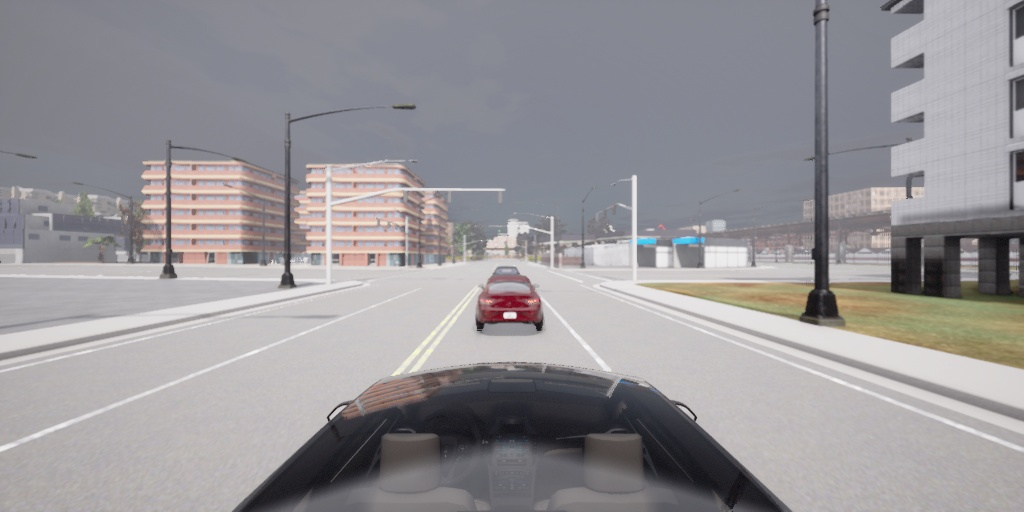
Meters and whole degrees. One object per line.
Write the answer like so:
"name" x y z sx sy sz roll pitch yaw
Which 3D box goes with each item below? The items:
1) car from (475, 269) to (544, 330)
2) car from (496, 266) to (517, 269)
"car" -0.096 1.287 11.079 1.812 1.442 4.674 0 0 -1
"car" -0.329 1.323 22.161 2.033 1.411 5.357 0 0 -1
